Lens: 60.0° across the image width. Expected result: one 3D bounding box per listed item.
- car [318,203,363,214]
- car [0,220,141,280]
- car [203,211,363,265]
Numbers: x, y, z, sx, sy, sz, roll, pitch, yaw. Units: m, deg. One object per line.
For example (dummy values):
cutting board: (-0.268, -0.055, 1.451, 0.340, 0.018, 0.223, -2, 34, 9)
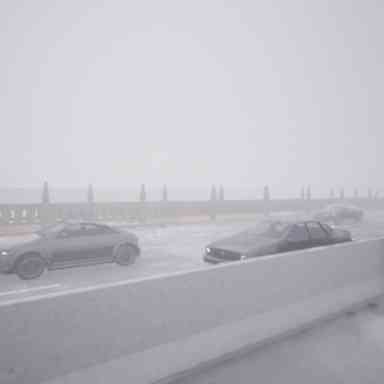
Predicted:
car: (10.999, 1.527, 24.829, 4.674, 1.442, 1.812, 0, 0, -36)
car: (-3.652, 1.564, 9.986, 4.181, 1.385, 1.994, 0, 0, -36)
car: (2.927, 1.548, 10.378, 5.357, 1.411, 2.033, 0, 0, -36)
